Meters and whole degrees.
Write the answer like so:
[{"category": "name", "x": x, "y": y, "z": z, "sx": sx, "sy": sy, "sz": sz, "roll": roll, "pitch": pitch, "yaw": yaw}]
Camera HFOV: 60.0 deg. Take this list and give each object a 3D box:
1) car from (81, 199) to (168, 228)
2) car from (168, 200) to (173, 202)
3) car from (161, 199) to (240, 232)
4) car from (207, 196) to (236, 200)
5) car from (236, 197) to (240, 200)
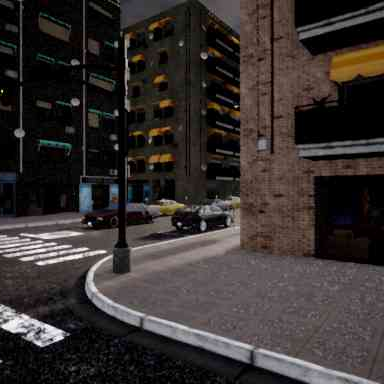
[{"category": "car", "x": -4.194, "y": 1.347, "z": 20.840, "sx": 2.033, "sy": 1.411, "sz": 5.357, "roll": 0, "pitch": 1, "yaw": 36}, {"category": "car", "x": -2.479, "y": 1.251, "z": 27.355, "sx": 1.752, "sy": 1.417, "sz": 4.829, "roll": 1, "pitch": 1, "yaw": 36}, {"category": "car", "x": 0.661, "y": 1.332, "z": 18.290, "sx": 2.008, "sy": 1.369, "sz": 4.403, "roll": 1, "pitch": 1, "yaw": 36}, {"category": "car", "x": 1.648, "y": 1.241, "z": 28.833, "sx": 1.994, "sy": 1.385, "sz": 4.181, "roll": 0, "pitch": 1, "yaw": 37}, {"category": "car", "x": 4.207, "y": 1.110, "z": 36.515, "sx": 1.752, "sy": 1.417, "sz": 4.829, "roll": 1, "pitch": 1, "yaw": 36}]
